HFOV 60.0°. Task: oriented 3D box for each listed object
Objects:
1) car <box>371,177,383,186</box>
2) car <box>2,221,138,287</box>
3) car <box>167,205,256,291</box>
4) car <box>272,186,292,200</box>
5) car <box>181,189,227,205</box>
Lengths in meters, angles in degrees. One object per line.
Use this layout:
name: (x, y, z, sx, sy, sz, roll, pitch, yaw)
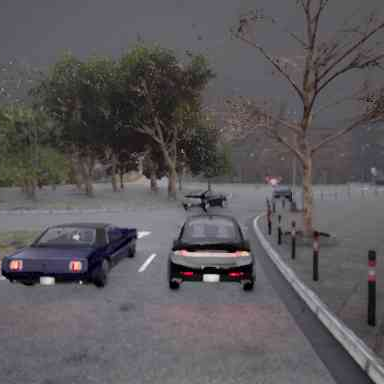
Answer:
car: (34.565, -1.960, 60.023, 2.185, 1.767, 4.553, -1, 4, -16)
car: (-2.770, 1.431, 8.867, 1.895, 1.301, 4.718, 0, 2, 3)
car: (0.486, 1.337, 8.650, 2.128, 1.511, 4.902, 0, 2, 3)
car: (9.456, 0.069, 34.752, 1.895, 1.301, 4.718, 1, 4, 16)
car: (1.043, 0.558, 25.379, 2.128, 1.511, 4.902, 2, 4, 30)
